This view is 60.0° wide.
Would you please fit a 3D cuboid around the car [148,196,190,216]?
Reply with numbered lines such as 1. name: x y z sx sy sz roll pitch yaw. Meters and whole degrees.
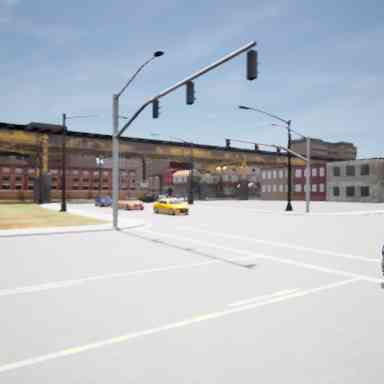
1. car: -2.114 1.493 33.325 1.882 1.535 5.008 0 0 -34

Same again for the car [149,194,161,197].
1. car: -9.824 1.555 74.079 2.033 1.411 5.357 0 0 32

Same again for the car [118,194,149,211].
1. car: -7.619 1.351 41.417 2.097 1.767 4.553 0 0 -34

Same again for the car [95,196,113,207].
1. car: -12.959 1.336 49.708 2.097 1.767 4.553 0 0 -30

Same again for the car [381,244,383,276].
1. car: 6.729 1.500 8.729 5.008 1.535 1.882 0 0 -41
